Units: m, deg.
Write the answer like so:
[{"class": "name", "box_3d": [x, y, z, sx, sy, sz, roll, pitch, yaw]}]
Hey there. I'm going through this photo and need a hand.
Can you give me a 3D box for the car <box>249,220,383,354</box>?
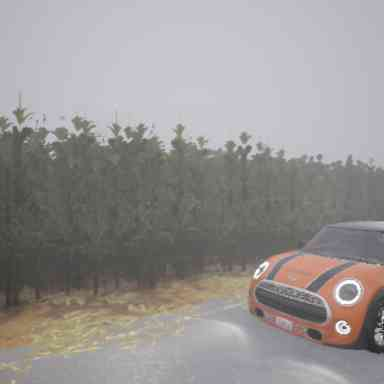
[{"class": "car", "box_3d": [3.201, 1.372, 6.281, 4.553, 1.767, 2.097, 0, 0, -36]}]
